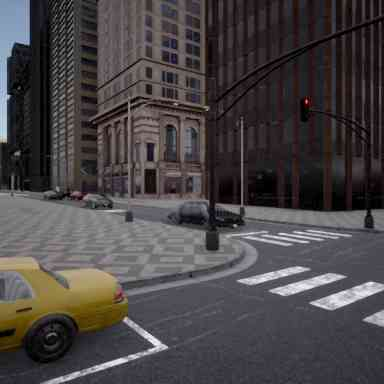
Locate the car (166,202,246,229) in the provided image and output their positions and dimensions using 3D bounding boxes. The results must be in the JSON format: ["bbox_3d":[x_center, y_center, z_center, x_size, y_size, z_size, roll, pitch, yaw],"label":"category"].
[{"bbox_3d":[0.591,1.271,19.032,2.033,1.411,5.357,0,1,-38],"label":"car"}]

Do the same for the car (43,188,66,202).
[{"bbox_3d":[-20.032,0.528,47.870,1.882,1.535,5.008,0,1,-35],"label":"car"}]

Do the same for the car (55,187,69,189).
[{"bbox_3d":[-21.947,0.133,55.746,2.150,2.045,5.566,0,1,-36],"label":"car"}]

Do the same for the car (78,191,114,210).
[{"bbox_3d":[-9.353,0.900,32.827,1.837,1.490,4.892,0,1,-36],"label":"car"}]

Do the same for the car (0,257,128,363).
[{"bbox_3d":[-3.276,1.525,4.312,4.829,1.417,1.752,0,0,-35],"label":"car"}]

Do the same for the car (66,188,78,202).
[{"bbox_3d":[-15.982,0.575,47.488,1.882,1.535,5.008,0,1,-35],"label":"car"}]
